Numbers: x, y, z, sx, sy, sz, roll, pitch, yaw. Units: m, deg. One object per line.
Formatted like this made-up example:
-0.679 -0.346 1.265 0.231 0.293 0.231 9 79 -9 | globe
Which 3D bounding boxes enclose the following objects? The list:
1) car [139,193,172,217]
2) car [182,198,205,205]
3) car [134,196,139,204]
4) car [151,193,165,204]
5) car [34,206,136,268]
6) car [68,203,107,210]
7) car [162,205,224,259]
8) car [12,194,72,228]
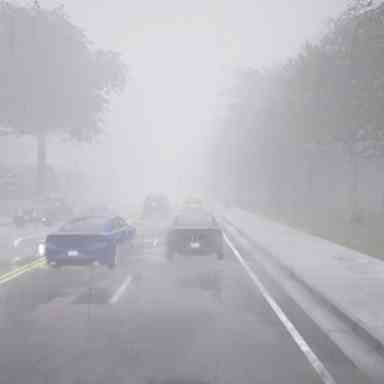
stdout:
-3.143 1.195 30.501 2.150 2.045 5.566 0 0 0 | car
0.106 1.325 31.025 2.097 1.767 4.553 0 0 0 | car
-9.758 1.482 63.222 1.812 1.442 4.674 0 0 1 | car
-6.498 1.179 64.203 2.150 2.045 5.566 0 0 0 | car
-3.149 1.468 11.271 1.882 1.535 5.008 0 0 0 | car
-6.593 1.544 22.906 1.994 1.385 4.181 0 0 0 | car
0.101 1.467 12.622 1.882 1.535 5.008 0 0 0 | car
-9.842 1.200 22.573 2.150 2.045 5.566 0 0 0 | car
